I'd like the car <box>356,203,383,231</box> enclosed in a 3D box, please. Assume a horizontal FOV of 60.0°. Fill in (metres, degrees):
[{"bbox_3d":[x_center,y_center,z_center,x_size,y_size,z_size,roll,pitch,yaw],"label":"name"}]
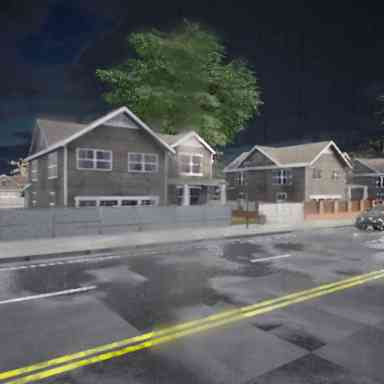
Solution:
[{"bbox_3d":[11.923,1.451,20.161,4.553,1.767,2.097,0,0,-35],"label":"car"}]
